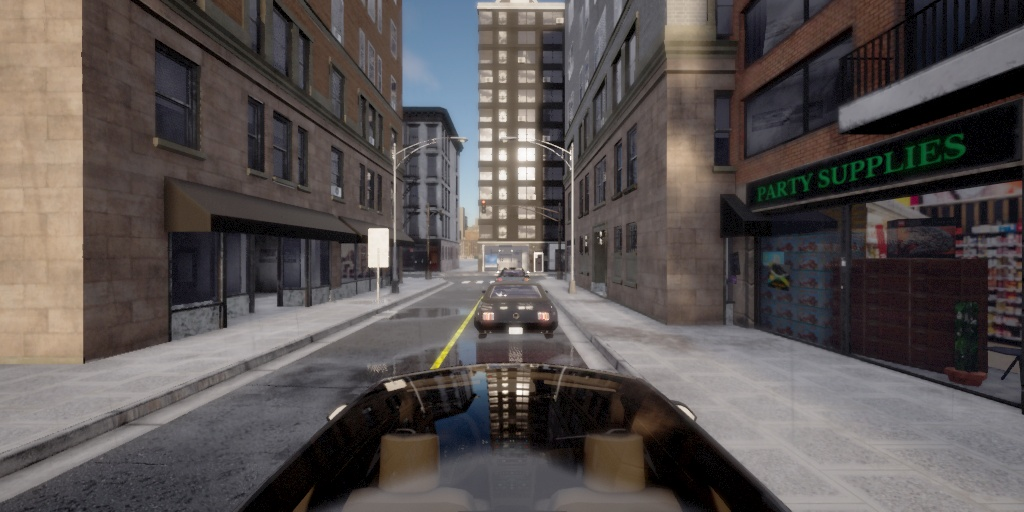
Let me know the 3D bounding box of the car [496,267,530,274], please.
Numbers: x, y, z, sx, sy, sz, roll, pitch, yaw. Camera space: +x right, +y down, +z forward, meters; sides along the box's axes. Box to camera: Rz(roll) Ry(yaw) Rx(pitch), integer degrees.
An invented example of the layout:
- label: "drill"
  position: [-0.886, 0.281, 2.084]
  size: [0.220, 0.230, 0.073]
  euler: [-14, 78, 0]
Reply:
- label: "car"
  position: [0.066, 1.314, 20.032]
  size: [1.994, 1.385, 4.181]
  euler: [0, 0, 0]

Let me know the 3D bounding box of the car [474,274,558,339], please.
- label: "car"
  position: [0.088, 1.351, 10.064]
  size: [1.895, 1.301, 4.718]
  euler: [0, 0, 0]
